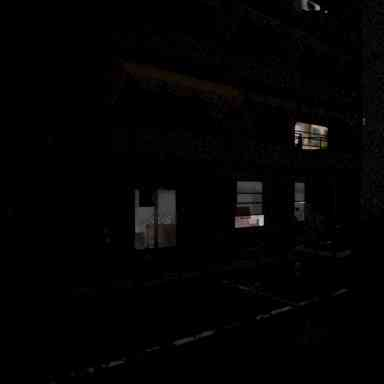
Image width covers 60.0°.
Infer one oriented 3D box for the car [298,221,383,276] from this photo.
[{"bbox_3d":[5.071,1.582,10.257,4.206,1.307,1.802,0,0,-36],"label":"car"}]
